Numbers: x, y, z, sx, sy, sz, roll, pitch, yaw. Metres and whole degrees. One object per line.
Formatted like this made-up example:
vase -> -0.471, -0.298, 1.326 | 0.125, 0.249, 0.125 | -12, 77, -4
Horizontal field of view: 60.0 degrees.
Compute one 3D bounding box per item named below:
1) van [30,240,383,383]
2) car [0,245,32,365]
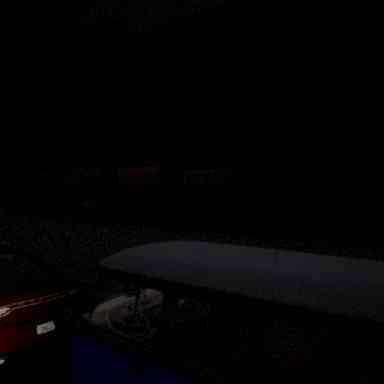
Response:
van -> 0.810, 1.341, 2.256 | 3.998, 1.788, 1.690 | 0, -1, 36
car -> -3.621, 1.537, 5.409 | 4.507, 1.381, 1.887 | 0, -1, 36
